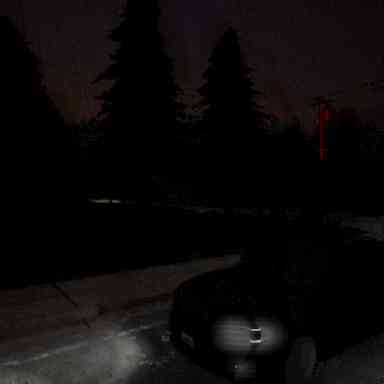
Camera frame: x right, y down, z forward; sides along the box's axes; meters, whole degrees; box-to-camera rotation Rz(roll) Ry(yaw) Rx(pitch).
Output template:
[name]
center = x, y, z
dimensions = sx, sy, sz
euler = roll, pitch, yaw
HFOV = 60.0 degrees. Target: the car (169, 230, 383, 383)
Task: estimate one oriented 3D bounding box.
[car]
center = 1.992, 1.442, 5.348
dimensions = 5.008, 1.535, 1.882
euler = 0, 0, -35
